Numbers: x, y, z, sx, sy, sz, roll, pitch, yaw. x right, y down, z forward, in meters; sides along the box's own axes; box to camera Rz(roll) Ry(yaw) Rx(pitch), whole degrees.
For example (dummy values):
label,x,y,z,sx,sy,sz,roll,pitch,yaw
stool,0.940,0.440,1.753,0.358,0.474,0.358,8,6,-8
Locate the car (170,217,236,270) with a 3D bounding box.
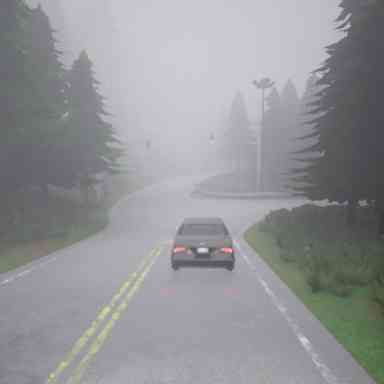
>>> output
label,x,y,z,sx,sy,sz,roll,pitch,yaw
car,0.367,1.530,10.984,2.033,1.411,5.357,0,0,2
